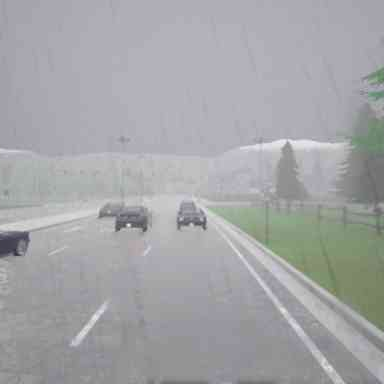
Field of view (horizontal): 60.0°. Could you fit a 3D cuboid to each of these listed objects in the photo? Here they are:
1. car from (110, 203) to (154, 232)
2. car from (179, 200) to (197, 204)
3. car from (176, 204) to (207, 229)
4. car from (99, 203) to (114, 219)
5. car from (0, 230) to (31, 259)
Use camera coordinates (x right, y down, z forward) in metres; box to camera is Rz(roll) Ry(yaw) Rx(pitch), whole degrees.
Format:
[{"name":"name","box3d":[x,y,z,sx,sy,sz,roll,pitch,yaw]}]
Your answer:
[{"name":"car","box3d":[-3.547,1.597,20.847,1.837,1.490,4.892,0,0,-1]},{"name":"car","box3d":[-0.496,1.664,39.397,2.128,1.511,4.902,0,0,-1]},{"name":"car","box3d":[-0.073,1.699,22.320,1.895,1.301,4.718,0,0,-1]},{"name":"car","box3d":[-7.285,1.700,30.984,1.994,1.385,4.181,0,0,-1]},{"name":"car","box3d":[-6.906,1.647,10.226,1.895,1.301,4.718,0,0,0]}]
